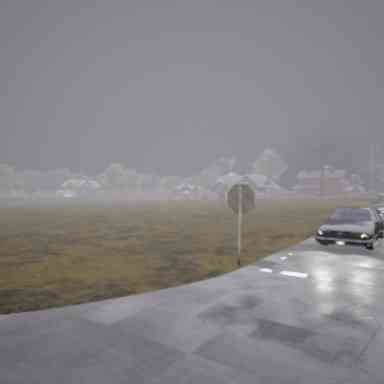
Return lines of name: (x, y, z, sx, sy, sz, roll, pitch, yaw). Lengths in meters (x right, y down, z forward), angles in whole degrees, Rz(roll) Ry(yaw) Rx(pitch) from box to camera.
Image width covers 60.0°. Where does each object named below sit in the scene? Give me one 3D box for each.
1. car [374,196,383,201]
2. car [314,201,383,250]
car: (13.882, 1.013, 23.631, 2.128, 1.511, 4.902, 0, 1, 36)
car: (6.609, 1.303, 13.518, 2.033, 1.411, 5.357, 0, 1, 36)
